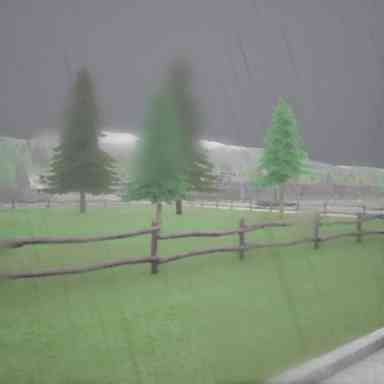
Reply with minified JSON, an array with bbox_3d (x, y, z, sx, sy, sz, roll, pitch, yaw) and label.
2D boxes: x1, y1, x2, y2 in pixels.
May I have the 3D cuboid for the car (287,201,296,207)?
[{"bbox_3d":[16.323,2.045,59.453,1.895,1.301,4.718,1,0,-35],"label":"car"}]

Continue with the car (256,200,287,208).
[{"bbox_3d":[13.460,2.012,57.440,1.895,1.301,4.718,1,0,-35],"label":"car"}]
